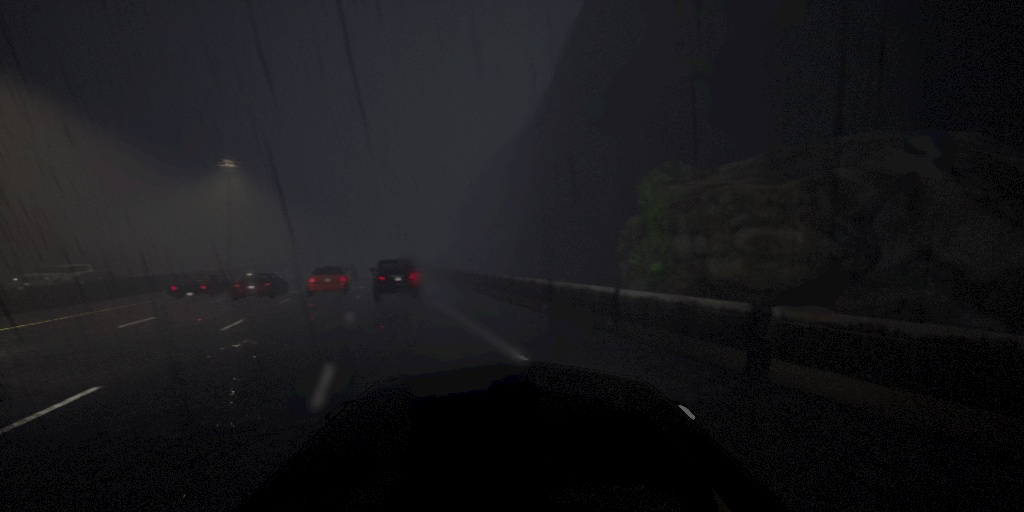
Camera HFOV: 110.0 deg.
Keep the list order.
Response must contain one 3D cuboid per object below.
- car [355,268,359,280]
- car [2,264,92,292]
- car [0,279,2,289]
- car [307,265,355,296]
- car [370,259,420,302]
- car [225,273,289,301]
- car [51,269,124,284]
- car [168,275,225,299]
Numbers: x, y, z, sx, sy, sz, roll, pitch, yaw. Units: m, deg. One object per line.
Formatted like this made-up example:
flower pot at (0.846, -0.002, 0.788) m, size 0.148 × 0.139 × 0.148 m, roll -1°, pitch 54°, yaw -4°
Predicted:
car at (-16.501, 1.603, 35.855) m, size 2.128 × 1.511 × 4.902 m, roll -1°, pitch 0°, yaw -21°
car at (-36.444, 1.718, 28.771) m, size 2.150 × 2.045 × 5.566 m, roll -1°, pitch 0°, yaw -21°
car at (-40.707, 2.107, 30.162) m, size 2.033 × 1.411 × 5.357 m, roll -1°, pitch 0°, yaw -21°
car at (-11.246, 1.408, 22.327) m, size 2.097 × 1.767 × 4.553 m, roll -1°, pitch 0°, yaw -21°
car at (-6.231, 1.179, 19.074) m, size 2.150 × 2.045 × 5.566 m, roll -1°, pitch 0°, yaw -21°
car at (-14.338, 1.679, 20.632) m, size 1.994 × 1.385 × 4.181 m, roll -1°, pitch 0°, yaw -21°
car at (-32.314, 1.954, 27.777) m, size 1.812 × 1.442 × 4.674 m, roll -1°, pitch 0°, yaw -21°
car at (-18.534, 1.797, 21.770) m, size 1.895 × 1.301 × 4.718 m, roll -1°, pitch 0°, yaw -21°
